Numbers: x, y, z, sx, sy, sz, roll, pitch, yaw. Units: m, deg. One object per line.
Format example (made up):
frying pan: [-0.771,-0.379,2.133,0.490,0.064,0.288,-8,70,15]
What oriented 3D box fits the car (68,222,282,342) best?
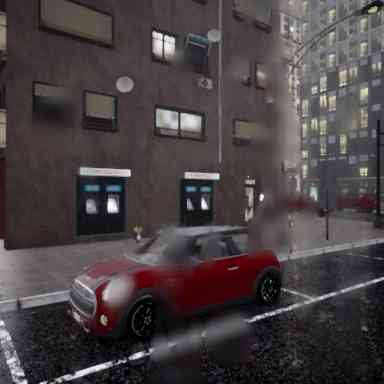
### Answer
car: [-0.196,1.440,6.416,4.097,1.590,1.967,0,0,-35]

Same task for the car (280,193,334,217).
car: [8.681,1.009,27.326,2.192,1.841,5.009,2,0,-36]

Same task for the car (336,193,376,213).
car: [15.424,1.028,32.300,2.192,1.841,5.009,1,0,-36]
